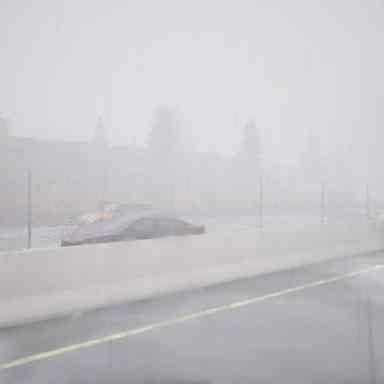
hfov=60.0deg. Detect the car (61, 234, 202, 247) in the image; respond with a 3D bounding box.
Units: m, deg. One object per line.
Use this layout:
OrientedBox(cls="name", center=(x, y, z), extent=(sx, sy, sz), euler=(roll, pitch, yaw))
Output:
OrientedBox(cls="car", center=(-1.793, 1.484, 11.265), extent=(5.008, 1.535, 1.882), euler=(1, 0, -35))
